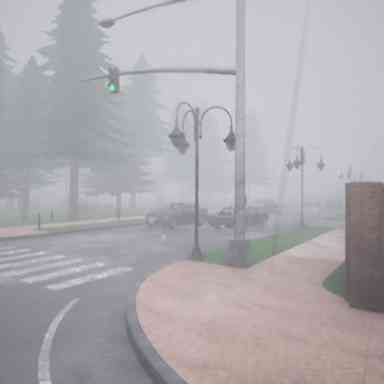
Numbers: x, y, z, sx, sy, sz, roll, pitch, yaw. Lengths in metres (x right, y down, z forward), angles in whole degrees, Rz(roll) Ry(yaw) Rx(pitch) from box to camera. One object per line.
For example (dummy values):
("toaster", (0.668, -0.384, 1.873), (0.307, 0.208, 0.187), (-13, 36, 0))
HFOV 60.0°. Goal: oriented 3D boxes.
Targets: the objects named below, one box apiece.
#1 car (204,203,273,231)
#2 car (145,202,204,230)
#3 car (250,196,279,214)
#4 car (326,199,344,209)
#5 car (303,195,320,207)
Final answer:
("car", (2.929, 1.546, 19.862), (1.895, 1.301, 4.718), (0, 0, 34))
("car", (-0.870, 1.417, 20.640), (2.128, 1.511, 4.902), (0, 0, 34))
("car", (6.811, 1.402, 31.978), (1.882, 1.535, 5.008), (0, 0, 34))
("car", (19.416, 1.538, 44.901), (1.895, 1.301, 4.718), (0, 0, 29))
("car", (17.130, 1.270, 48.006), (2.097, 1.767, 4.553), (0, 0, 28))
